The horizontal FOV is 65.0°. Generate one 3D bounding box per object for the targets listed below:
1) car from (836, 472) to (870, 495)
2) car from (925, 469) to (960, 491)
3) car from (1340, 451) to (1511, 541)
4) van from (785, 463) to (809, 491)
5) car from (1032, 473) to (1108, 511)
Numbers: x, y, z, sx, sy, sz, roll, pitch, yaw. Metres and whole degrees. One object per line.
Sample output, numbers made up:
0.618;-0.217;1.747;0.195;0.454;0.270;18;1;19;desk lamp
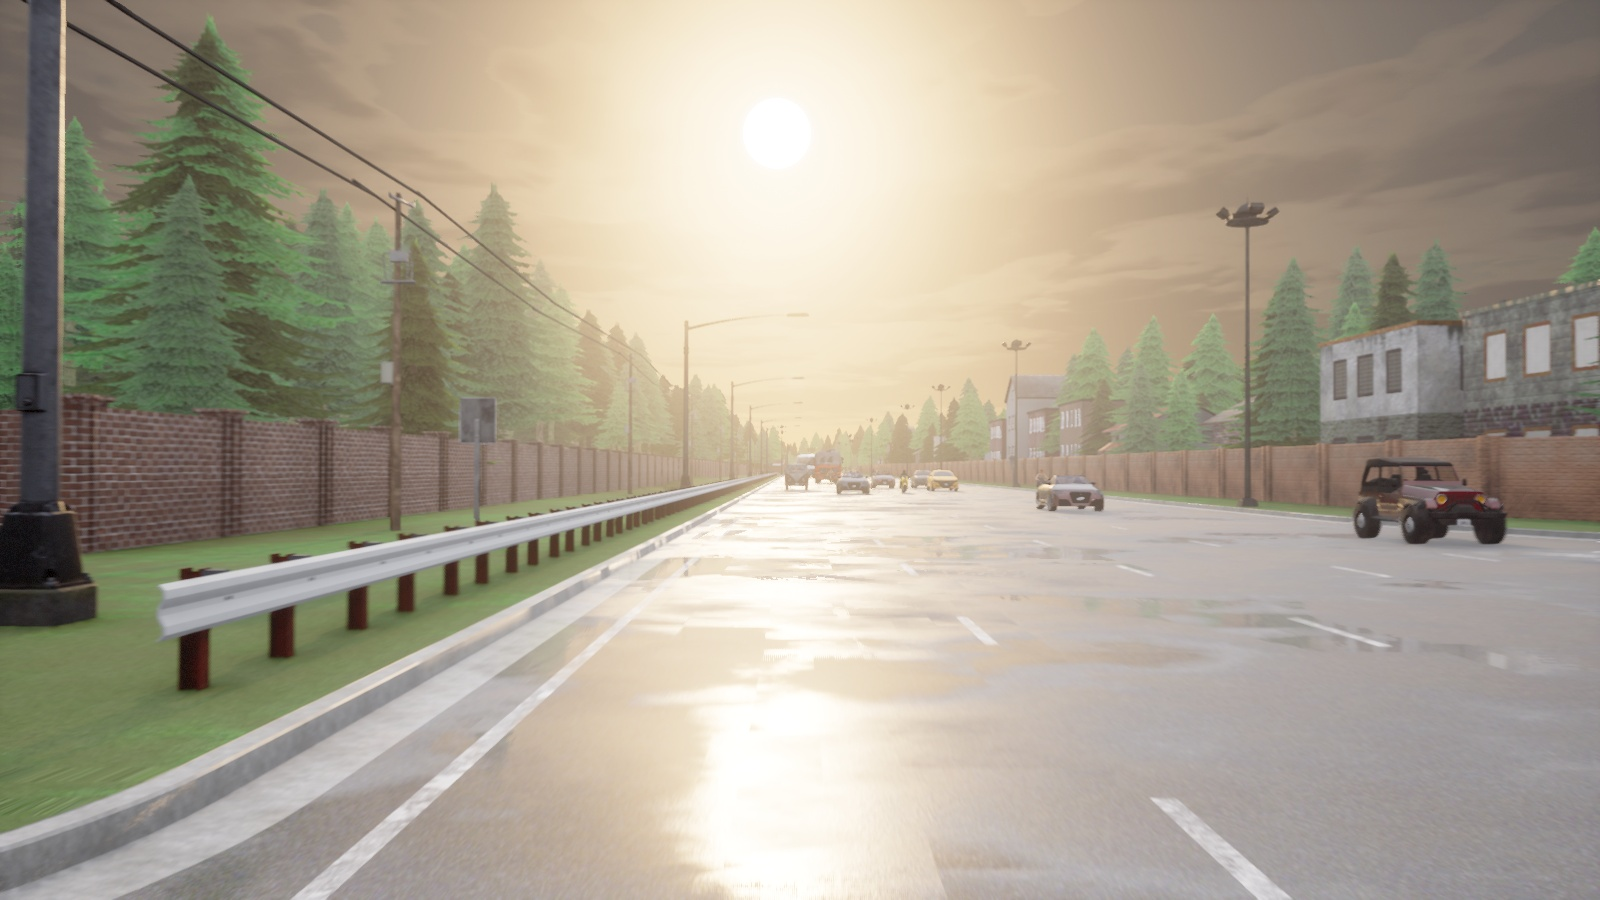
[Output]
3.310;2.069;79.082;1.994;1.385;4.181;0;-1;0;car
10.281;2.135;90.874;1.882;1.535;5.008;0;-1;0;car
13.931;0.983;28.237;1.905;1.878;3.866;0;-1;0;car
-0.226;1.995;93.674;1.775;1.987;4.442;0;-1;0;van
10.383;1.576;48.598;1.994;1.385;4.181;0;-1;0;car
